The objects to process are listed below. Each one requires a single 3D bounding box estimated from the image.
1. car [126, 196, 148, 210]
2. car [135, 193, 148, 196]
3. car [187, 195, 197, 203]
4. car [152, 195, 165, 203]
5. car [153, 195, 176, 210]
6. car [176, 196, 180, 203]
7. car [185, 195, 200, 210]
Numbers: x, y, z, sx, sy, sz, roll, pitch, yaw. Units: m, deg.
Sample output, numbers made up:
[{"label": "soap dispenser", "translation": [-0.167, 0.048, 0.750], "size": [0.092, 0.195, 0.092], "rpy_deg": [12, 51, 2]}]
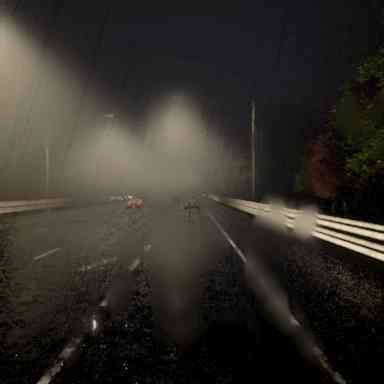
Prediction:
[{"label": "car", "translation": [-6.987, 1.548, 42.111], "size": [1.895, 1.301, 4.718], "rpy_deg": [0, 0, 0]}, {"label": "car", "translation": [-10.490, 1.152, 68.946], "size": [2.150, 2.045, 5.566], "rpy_deg": [0, 0, 0]}, {"label": "car", "translation": [0.010, 1.453, 69.899], "size": [2.128, 1.511, 4.902], "rpy_deg": [0, 0, 0]}, {"label": "car", "translation": [-6.990, 1.452, 69.569], "size": [2.128, 1.511, 4.902], "rpy_deg": [0, 0, 0]}, {"label": "car", "translation": [-3.486, 1.299, 42.154], "size": [2.097, 1.767, 4.553], "rpy_deg": [0, 0, 0]}, {"label": "car", "translation": [-3.490, 1.480, 69.817], "size": [1.994, 1.385, 4.181], "rpy_deg": [0, 0, 0]}, {"label": "car", "translation": [0.010, 1.497, 41.394], "size": [2.033, 1.411, 5.357], "rpy_deg": [0, 0, 0]}]
